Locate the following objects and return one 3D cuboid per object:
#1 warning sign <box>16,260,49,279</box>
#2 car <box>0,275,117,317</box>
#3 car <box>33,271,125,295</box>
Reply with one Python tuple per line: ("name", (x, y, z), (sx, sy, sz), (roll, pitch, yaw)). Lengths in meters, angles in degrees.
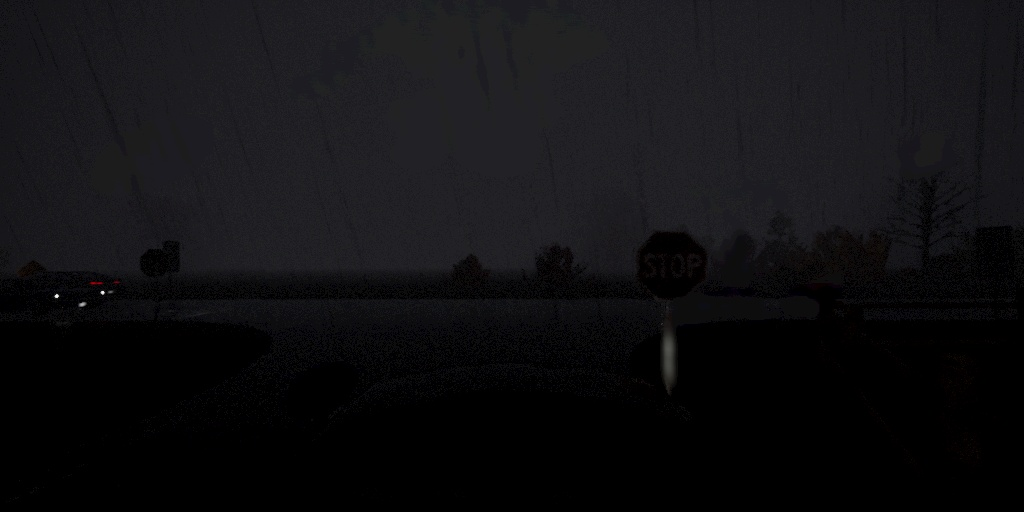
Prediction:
("warning sign", (-25.398, 1.127, 18.976), (1.060, 1.860, 1.300), (0, 0, 0))
("car", (-18.502, 1.535, 13.631), (4.718, 1.301, 1.895), (0, -1, 0))
("car", (-20.982, 1.464, 16.592), (4.902, 1.511, 2.128), (0, -1, 1))
